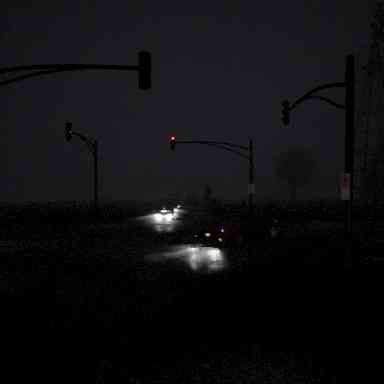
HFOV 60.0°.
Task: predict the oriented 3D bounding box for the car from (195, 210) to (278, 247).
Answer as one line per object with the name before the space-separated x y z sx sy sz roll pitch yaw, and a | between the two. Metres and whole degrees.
car | 2.110 1.554 15.217 4.181 1.385 1.994 -2 1 -42

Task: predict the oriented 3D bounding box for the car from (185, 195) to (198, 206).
car | -0.116 1.346 55.936 2.097 1.767 4.553 0 0 0

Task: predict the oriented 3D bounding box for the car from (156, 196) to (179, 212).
car | -2.966 1.485 37.639 2.128 1.511 4.902 0 0 -1

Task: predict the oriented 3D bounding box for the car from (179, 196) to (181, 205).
car | -3.019 1.595 47.454 1.895 1.301 4.718 0 0 0

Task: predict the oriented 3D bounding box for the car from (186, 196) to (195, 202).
car | -0.341 1.595 78.353 1.895 1.301 4.718 0 0 0

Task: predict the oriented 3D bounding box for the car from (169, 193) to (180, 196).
car | -3.067 1.216 57.806 2.150 2.045 5.566 0 0 0
